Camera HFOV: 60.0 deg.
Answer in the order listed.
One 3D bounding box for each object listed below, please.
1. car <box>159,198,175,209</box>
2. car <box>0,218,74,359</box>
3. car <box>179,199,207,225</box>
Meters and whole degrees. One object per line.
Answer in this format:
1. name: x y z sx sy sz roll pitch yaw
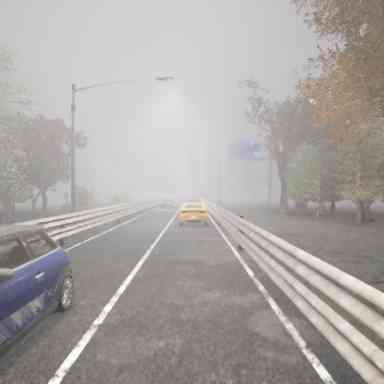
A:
1. car: -3.353 1.577 45.824 2.033 1.411 5.357 0 0 0
2. car: -3.348 1.352 4.606 2.097 1.767 4.553 0 0 0
3. car: 0.100 1.491 24.217 1.882 1.535 5.008 0 0 0
